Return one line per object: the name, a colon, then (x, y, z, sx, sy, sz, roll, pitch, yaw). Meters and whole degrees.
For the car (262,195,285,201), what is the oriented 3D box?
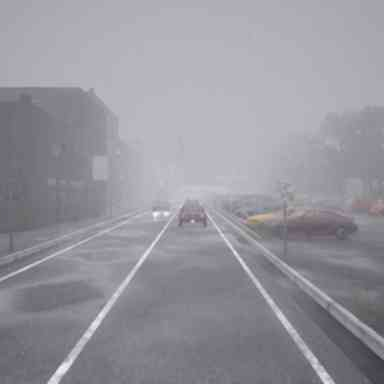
car: (19.152, 1.384, 78.181, 5.008, 1.535, 2.097, 0, 0, 0)

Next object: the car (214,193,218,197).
car: (6.005, 1.346, 50.330, 4.553, 1.767, 2.185, 0, 0, 0)

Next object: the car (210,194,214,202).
car: (6.016, 1.480, 58.680, 4.792, 1.488, 2.163, 0, 0, 0)

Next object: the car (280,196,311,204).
car: (19.123, 1.443, 61.471, 5.008, 1.535, 2.097, 0, 0, 0)

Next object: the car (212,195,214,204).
car: (6.042, 1.505, 53.113, 4.674, 1.452, 2.002, 0, 0, 0)

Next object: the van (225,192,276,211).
van: (5.902, 1.278, 33.754, 4.442, 1.987, 1.878, 0, 0, 0)

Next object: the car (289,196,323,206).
car: (19.127, 1.458, 55.902, 5.008, 1.535, 2.097, 0, 0, 0)

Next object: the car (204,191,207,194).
car: (6.042, 1.234, 83.855, 4.553, 1.767, 2.185, 0, 0, 0)

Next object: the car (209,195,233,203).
car: (6.060, 1.455, 69.813, 4.674, 1.452, 2.002, 0, 0, 0)

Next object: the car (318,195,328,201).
car: (19.077, 1.520, 41.977, 4.792, 1.488, 2.163, 0, 0, 0)

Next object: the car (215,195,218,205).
car: (6.215, 1.481, 44.763, 5.366, 1.575, 1.946, 0, 0, 0)

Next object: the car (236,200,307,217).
car: (6.011, 1.559, 25.280, 4.674, 1.452, 2.002, 0, 0, 0)

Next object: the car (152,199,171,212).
car: (-3.436, 1.534, 38.438, 1.994, 1.385, 4.181, 0, 0, 0)

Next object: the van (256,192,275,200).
van: (19.040, 1.123, 86.535, 4.442, 1.987, 1.878, 0, 0, 0)

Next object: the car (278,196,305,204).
car: (19.134, 1.474, 64.256, 4.674, 1.452, 2.002, 0, 0, 0)

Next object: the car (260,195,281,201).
car: (19.152, 1.413, 80.966, 4.674, 1.452, 2.002, 0, 0, 0)

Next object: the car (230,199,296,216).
car: (5.982, 1.544, 28.063, 4.792, 1.488, 2.163, 0, 0, 0)

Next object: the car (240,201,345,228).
car: (5.817, 1.526, 19.714, 5.366, 1.575, 1.946, 0, 0, 0)

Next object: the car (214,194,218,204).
car: (6.039, 1.479, 47.546, 4.892, 1.521, 2.231, 0, 0, 0)

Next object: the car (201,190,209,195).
car: (6.111, 1.073, 92.079, 5.566, 2.045, 2.435, 0, 0, 0)

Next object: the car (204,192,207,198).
car: (6.076, 1.373, 80.947, 4.892, 1.521, 2.231, 0, 0, 0)

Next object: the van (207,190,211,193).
van: (6.184, 1.157, 78.163, 4.442, 1.987, 1.878, 0, 0, 0)

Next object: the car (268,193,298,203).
car: (19.109, 1.164, 69.824, 5.566, 2.045, 2.435, 0, 0, 0)

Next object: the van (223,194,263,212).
van: (5.907, 1.269, 39.196, 4.442, 1.987, 1.878, 0, 0, 0)

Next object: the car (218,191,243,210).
car: (5.992, 1.248, 36.413, 5.566, 2.045, 2.435, 0, 0, 0)

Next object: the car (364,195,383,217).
car: (19.063, 1.385, 30.836, 4.553, 1.767, 2.185, 0, 0, 0)

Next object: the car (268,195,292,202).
car: (19.169, 1.435, 72.613, 4.792, 1.488, 2.163, 0, 0, 0)

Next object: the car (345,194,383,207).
car: (19.126, 1.254, 33.746, 5.566, 2.045, 2.435, 0, 0, 0)

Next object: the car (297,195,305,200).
car: (19.122, 1.474, 50.331, 4.892, 1.521, 2.231, 0, 0, 0)

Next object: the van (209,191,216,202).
van: (5.931, 1.216, 61.526, 4.442, 1.987, 1.878, 0, 0, 0)

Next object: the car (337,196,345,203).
car: (19.286, 1.497, 36.531, 5.366, 1.575, 1.946, 0, 0, 0)

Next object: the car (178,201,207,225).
car: (0.043, 1.589, 23.720, 1.895, 1.301, 4.718, 0, 0, 0)

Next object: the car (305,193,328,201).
car: (19.144, 1.353, 47.545, 4.553, 1.767, 2.185, 0, 0, 0)

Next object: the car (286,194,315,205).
car: (19.093, 1.325, 58.687, 4.553, 1.767, 2.185, 0, 0, 0)

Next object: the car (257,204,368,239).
car: (6.015, 1.574, 17.072, 4.674, 1.452, 2.002, 1, 0, 0)

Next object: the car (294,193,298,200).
car: (19.091, 1.214, 53.115, 5.566, 2.045, 2.435, 0, 0, 0)

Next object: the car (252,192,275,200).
car: (19.131, 1.086, 89.320, 5.566, 2.045, 2.435, 0, 0, 0)

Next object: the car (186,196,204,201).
car: (0.001, 1.458, 41.234, 2.128, 1.511, 4.902, 0, 0, 0)

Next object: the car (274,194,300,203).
car: (19.103, 1.299, 67.041, 4.553, 1.767, 2.185, 0, 0, 0)

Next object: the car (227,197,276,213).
car: (6.008, 1.510, 30.847, 4.892, 1.521, 2.231, 0, 0, 0)

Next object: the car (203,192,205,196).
car: (6.262, 1.345, 86.513, 5.366, 1.575, 1.946, 0, 0, 0)

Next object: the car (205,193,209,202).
car: (5.869, 1.421, 67.030, 5.366, 1.575, 1.946, 0, 0, 0)

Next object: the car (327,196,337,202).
car: (19.109, 1.495, 39.190, 5.008, 1.535, 2.097, 0, 0, 0)
